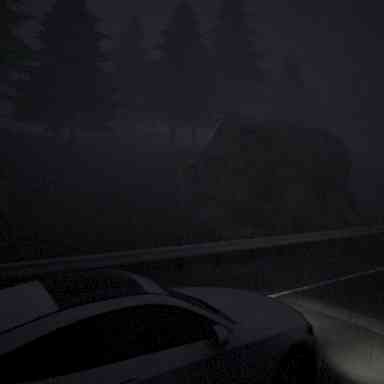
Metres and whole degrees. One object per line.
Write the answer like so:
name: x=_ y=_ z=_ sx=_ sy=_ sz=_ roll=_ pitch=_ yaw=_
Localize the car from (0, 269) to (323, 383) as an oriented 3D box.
car: x=-0.728 y=1.524 z=3.181 sx=4.674 sy=1.442 sz=1.812 roll=0 pitch=0 yaw=-35
